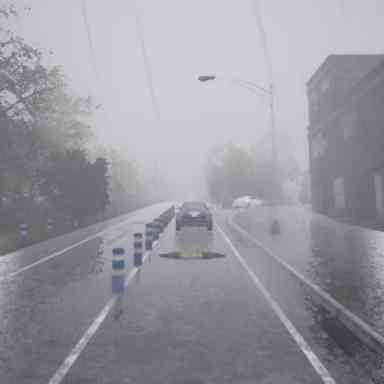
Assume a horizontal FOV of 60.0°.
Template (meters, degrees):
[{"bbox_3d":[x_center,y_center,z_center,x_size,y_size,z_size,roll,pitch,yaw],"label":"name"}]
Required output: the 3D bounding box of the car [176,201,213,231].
[{"bbox_3d":[0.148,1.320,20.580,2.097,1.767,4.553,0,0,1],"label":"car"}]

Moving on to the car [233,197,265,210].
[{"bbox_3d":[6.433,1.253,37.670,1.812,1.442,4.674,-6,-5,41],"label":"car"}]
